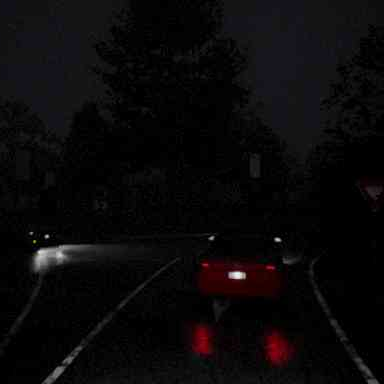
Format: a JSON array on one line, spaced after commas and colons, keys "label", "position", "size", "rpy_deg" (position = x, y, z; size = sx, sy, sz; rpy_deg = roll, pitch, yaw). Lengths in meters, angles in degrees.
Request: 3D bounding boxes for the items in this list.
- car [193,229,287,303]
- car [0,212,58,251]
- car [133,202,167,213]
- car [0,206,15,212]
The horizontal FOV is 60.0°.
[{"label": "car", "position": [1.319, 1.640, 8.500], "size": [1.994, 1.385, 4.181], "rpy_deg": [0, -1, 12]}, {"label": "car", "position": [-8.202, 1.757, 14.936], "size": [4.181, 1.385, 1.994], "rpy_deg": [0, -1, 15]}, {"label": "car", "position": [-5.809, 2.139, 47.342], "size": [5.008, 1.535, 1.882], "rpy_deg": [1, -2, -2]}, {"label": "car", "position": [-20.709, 2.139, 34.259], "size": [1.895, 1.301, 4.718], "rpy_deg": [0, -1, 13]}]
